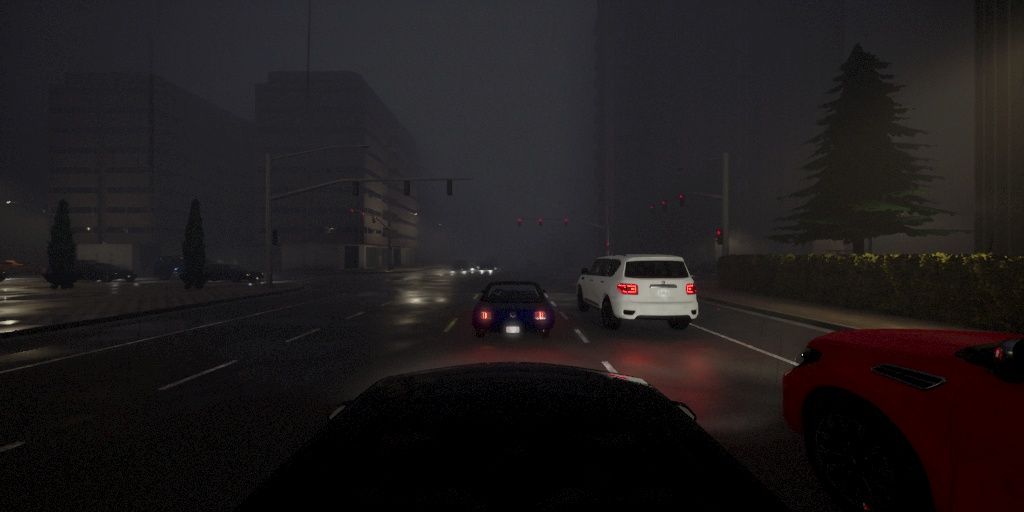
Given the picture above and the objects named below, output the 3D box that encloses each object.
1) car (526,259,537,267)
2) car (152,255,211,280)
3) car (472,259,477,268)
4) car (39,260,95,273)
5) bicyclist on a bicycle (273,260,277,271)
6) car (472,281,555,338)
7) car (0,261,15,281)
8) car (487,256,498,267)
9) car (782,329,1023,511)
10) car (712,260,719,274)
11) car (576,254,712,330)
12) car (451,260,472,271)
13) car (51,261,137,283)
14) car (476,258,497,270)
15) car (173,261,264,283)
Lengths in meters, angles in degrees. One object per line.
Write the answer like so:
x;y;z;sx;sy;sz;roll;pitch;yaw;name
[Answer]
3.493;1.297;63.725;2.033;1.411;5.357;0;0;0;car
-27.503;0.972;30.863;5.566;2.045;2.150;0;0;0;car
-7.169;1.351;60.253;1.895;1.301;4.718;0;0;0;car
-36.972;1.102;30.947;4.553;1.767;2.097;0;0;1;car
-28.698;1.051;42.856;0.582;1.620;1.656;0;0;0;bicyclist on a bicycle
0.044;1.351;10.192;1.895;1.301;4.718;0;0;0;car
-41.844;1.276;27.486;4.674;1.442;1.812;0;0;1;car
-3.652;0.973;64.440;2.150;2.045;5.566;0;0;0;car
3.601;0.971;0.960;2.150;2.045;5.566;0;0;0;car
20.821;1.228;37.652;5.008;1.535;1.882;0;0;1;car
3.574;0.971;11.321;2.150;2.045;5.566;0;0;-2;car
-7.164;1.227;49.410;1.882;1.535;5.008;0;0;0;car
-31.591;1.276;27.399;4.674;1.442;1.812;0;0;1;car
-3.661;1.314;52.162;1.994;1.385;4.181;0;0;0;car
-22.007;1.297;27.292;5.357;1.411;2.033;0;0;1;car
